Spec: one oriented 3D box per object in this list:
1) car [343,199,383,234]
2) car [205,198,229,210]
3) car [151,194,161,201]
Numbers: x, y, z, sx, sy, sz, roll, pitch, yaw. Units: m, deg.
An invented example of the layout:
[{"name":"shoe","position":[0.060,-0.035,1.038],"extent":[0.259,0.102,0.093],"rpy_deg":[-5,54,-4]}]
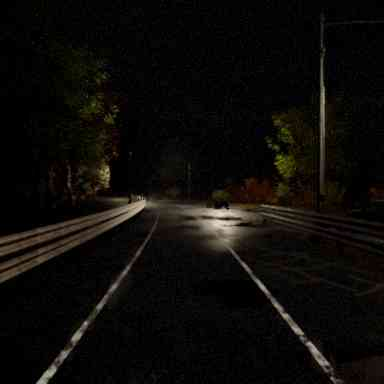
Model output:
[{"name":"car","position":[10.613,1.379,17.704],"extent":[2.150,2.045,5.566],"rpy_deg":[0,0,-17]},{"name":"car","position":[3.137,1.518,42.567],"extent":[1.837,1.490,4.892],"rpy_deg":[1,0,-17]},{"name":"car","position":[-8.848,1.383,82.242],"extent":[1.837,1.490,4.892],"rpy_deg":[0,0,-17]}]
